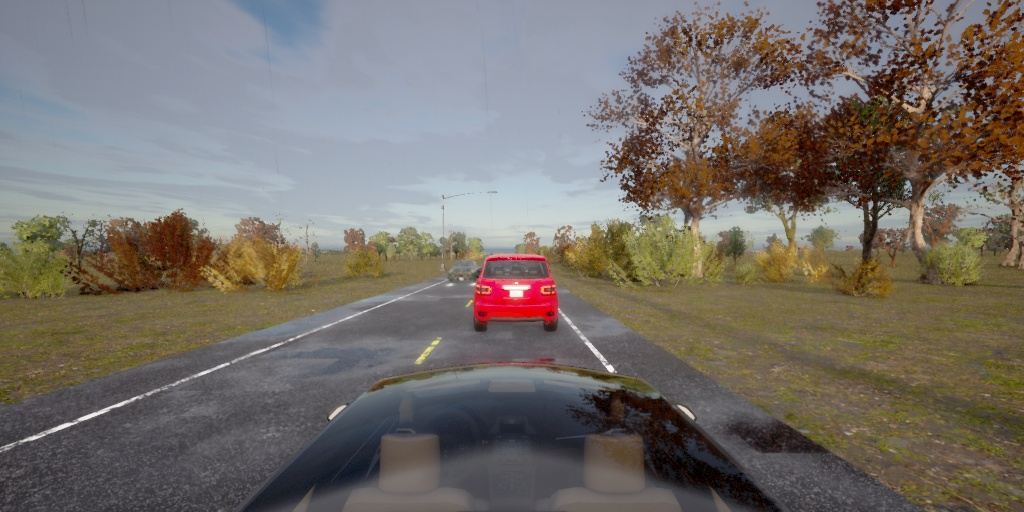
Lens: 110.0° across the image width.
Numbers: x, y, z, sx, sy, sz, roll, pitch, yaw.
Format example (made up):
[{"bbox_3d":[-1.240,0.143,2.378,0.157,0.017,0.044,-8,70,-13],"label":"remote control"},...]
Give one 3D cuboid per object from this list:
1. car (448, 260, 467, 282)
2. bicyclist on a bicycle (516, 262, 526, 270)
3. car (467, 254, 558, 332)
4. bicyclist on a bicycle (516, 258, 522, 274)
[{"bbox_3d":[-3.695,1.093,28.296,2.097,1.767,4.553,0,0,0],"label":"car"},{"bbox_3d":[0.861,1.110,30.199,0.659,1.776,1.843,0,0,0],"label":"bicyclist on a bicycle"},{"bbox_3d":[0.079,0.968,11.020,2.150,2.045,5.566,0,0,-1],"label":"car"},{"bbox_3d":[0.786,1.107,40.212,0.659,1.776,1.843,0,0,0],"label":"bicyclist on a bicycle"}]
